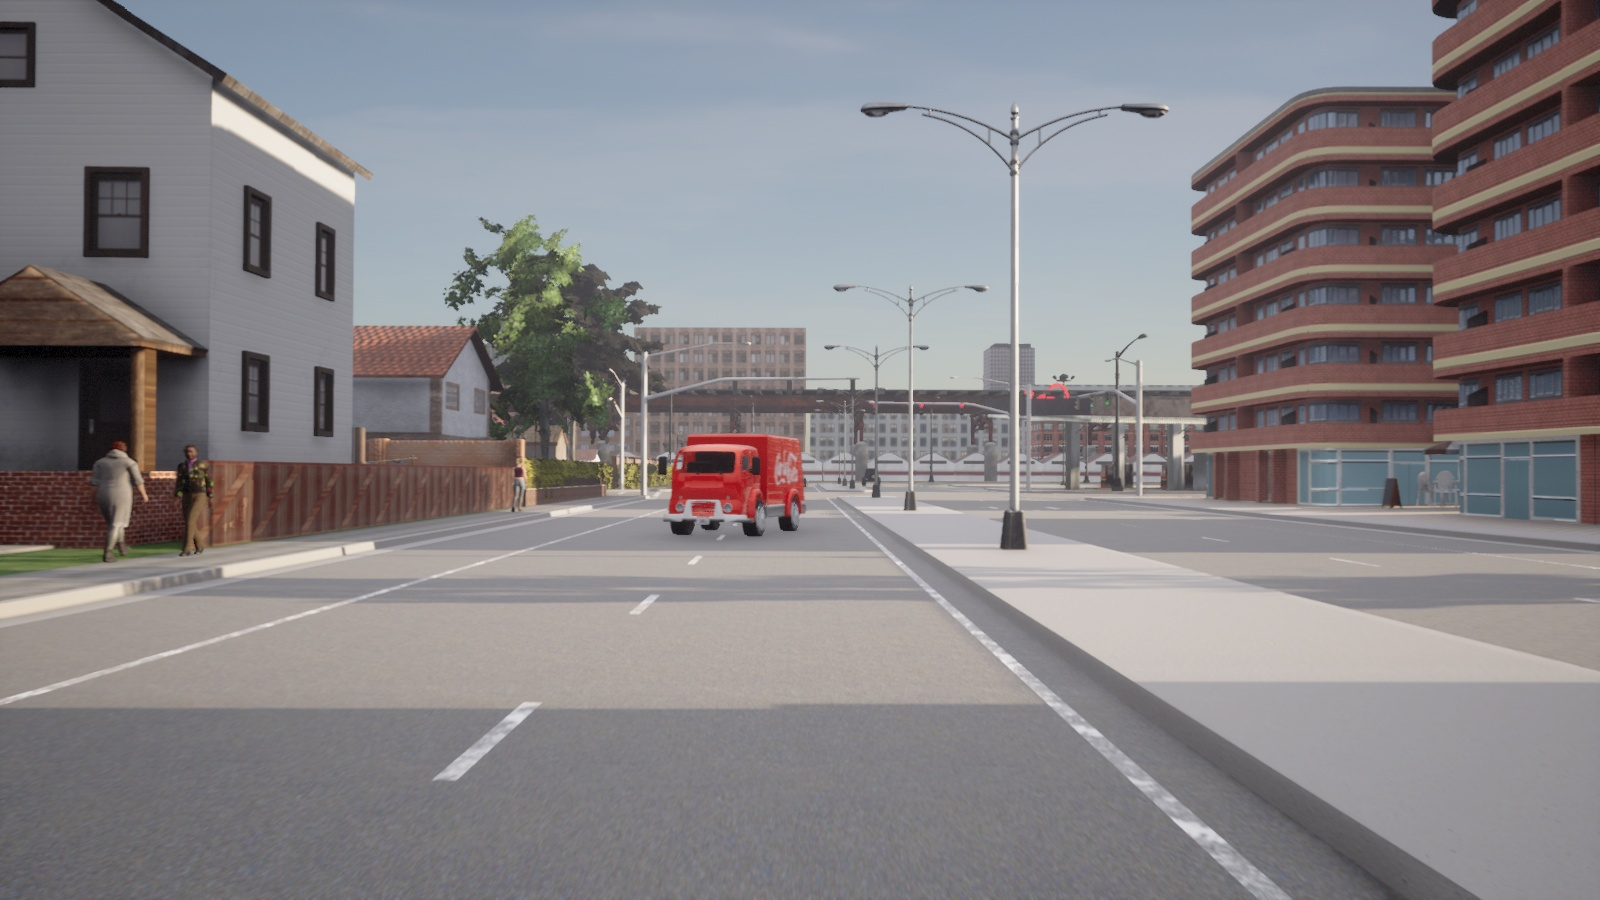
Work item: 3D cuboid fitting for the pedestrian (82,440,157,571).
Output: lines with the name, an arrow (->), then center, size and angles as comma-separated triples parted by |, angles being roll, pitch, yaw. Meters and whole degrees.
pedestrian -> -10.386, 0.834, 19.180 | 0.659, 1.952, 0.873 | 0, -1, 1

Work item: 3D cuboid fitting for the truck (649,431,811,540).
truck -> -1.621, 0.862, 31.455 | 2.627, 2.467, 5.204 | 0, -1, 14

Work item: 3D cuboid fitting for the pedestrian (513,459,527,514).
pedestrian -> -9.479, 1.220, 42.493 | 0.345, 1.836, 0.594 | 0, -1, 0

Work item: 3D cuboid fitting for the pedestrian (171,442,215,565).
pedestrian -> -9.724, 0.845, 20.128 | 0.395, 1.930, 0.692 | 0, -1, -2
